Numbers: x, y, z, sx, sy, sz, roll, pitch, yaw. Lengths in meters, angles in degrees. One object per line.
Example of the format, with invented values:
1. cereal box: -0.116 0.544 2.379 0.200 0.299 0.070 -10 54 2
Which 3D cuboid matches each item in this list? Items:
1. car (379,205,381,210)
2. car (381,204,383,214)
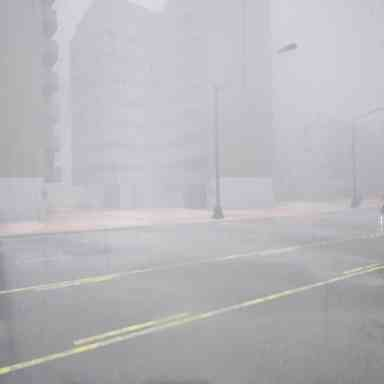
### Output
1. car: 19.285 1.324 30.734 4.718 1.301 1.895 -2 1 -36
2. car: 7.888 1.219 9.411 5.566 2.045 2.150 0 0 -36
